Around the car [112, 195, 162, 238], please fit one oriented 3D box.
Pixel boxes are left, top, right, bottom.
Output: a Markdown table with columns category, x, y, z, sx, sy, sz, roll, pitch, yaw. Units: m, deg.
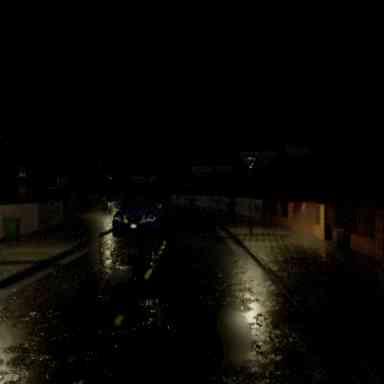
| category | x | y | z | sx | sy | sz | roll | pitch | yaw |
| --- | --- | --- | --- | --- | --- | --- | --- | --- | --- |
| car | -2.796 | 1.222 | 18.117 | 2.150 | 2.045 | 5.566 | 0 | 0 | -2 |
